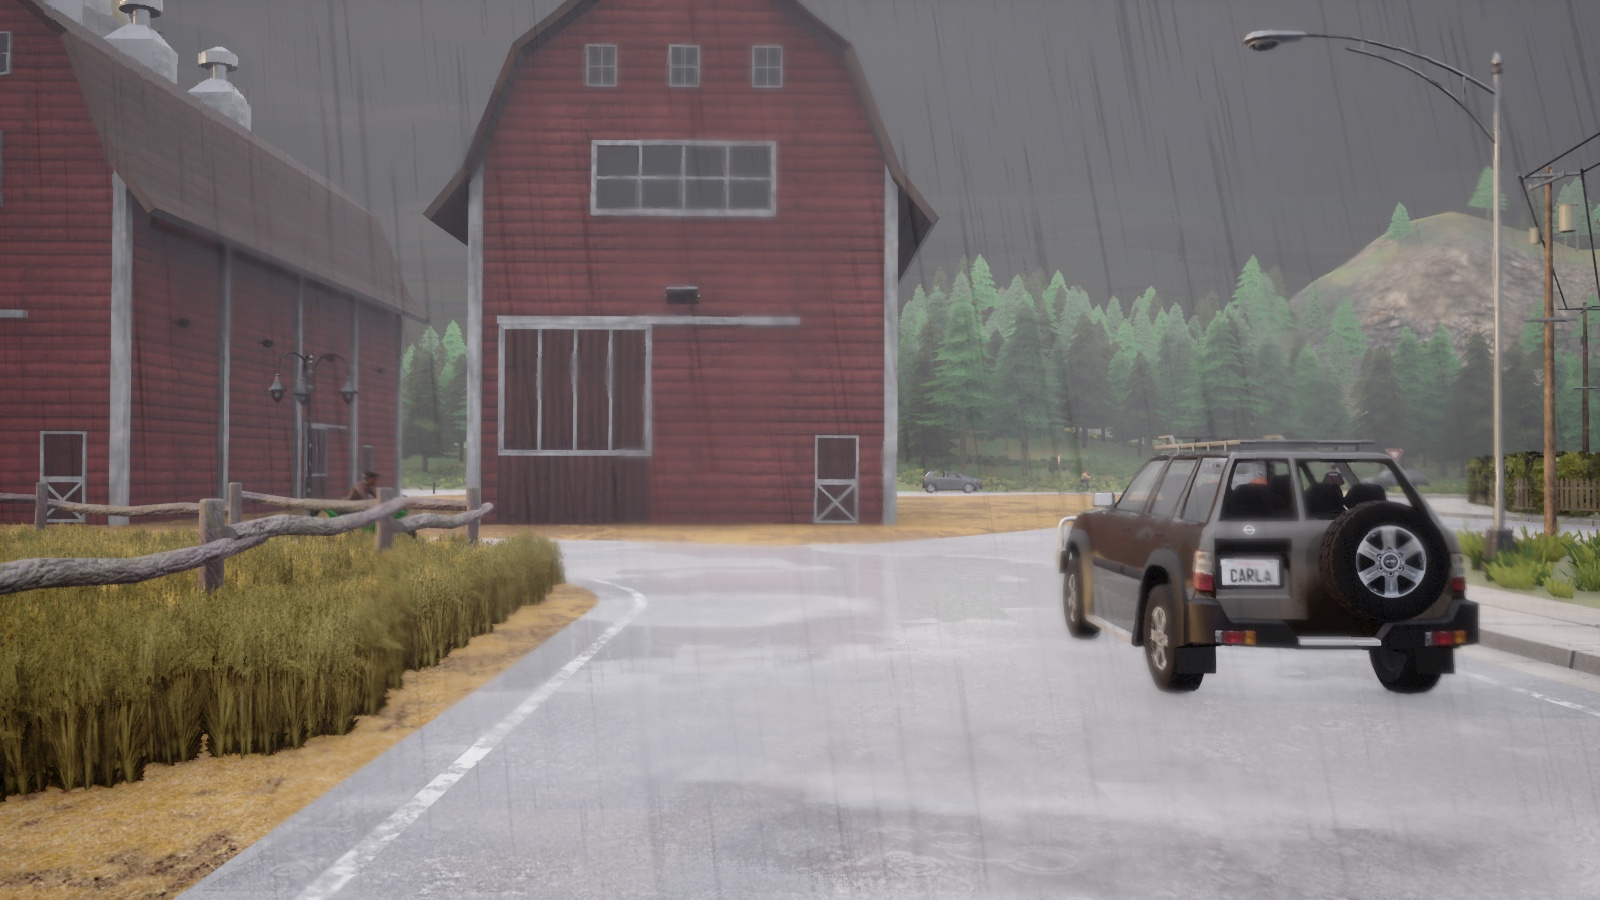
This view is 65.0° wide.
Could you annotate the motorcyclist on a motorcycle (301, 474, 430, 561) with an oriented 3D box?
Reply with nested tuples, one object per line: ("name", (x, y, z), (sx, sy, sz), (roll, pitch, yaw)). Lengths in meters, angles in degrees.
("motorcyclist on a motorcycle", (-7.788, 1.205, 22.536), (2.044, 1.523, 0.797), (0, -1, 6))

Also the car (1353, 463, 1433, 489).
("car", (40.876, 1.822, 86.660), (4.553, 1.767, 2.097), (0, -1, 0))

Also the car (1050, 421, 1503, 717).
("car", (3.466, 0.789, 10.241), (1.932, 1.855, 4.605), (0, -1, 0))

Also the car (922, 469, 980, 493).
("car", (9.977, 2.044, 83.244), (3.633, 1.501, 1.845), (0, -1, 0))
